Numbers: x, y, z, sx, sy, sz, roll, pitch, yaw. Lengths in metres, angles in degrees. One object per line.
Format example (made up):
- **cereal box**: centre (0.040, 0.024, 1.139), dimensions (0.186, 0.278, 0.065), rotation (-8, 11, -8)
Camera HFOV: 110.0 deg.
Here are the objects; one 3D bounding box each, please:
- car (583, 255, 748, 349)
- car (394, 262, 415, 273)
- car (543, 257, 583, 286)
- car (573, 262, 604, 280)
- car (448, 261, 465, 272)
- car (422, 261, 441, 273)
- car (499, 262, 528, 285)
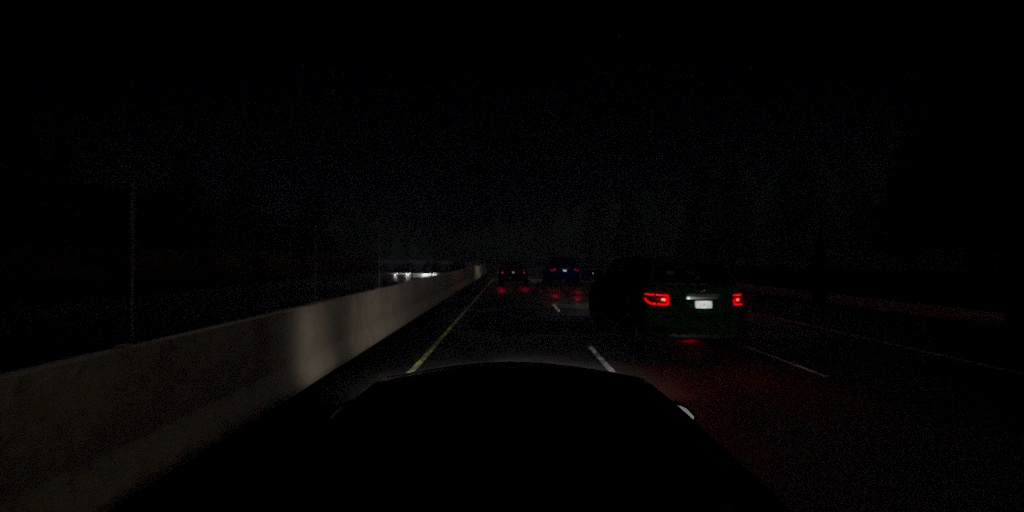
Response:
- **car**: centre (3.598, 1.010, 9.421), dimensions (2.150, 2.045, 5.566), rotation (0, 0, 0)
- **car**: centre (-14.281, 1.497, 47.779), dimensions (1.812, 1.442, 4.674), rotation (0, -1, -2)
- **car**: centre (3.599, 1.095, 27.006), dimensions (2.150, 2.045, 5.566), rotation (0, 0, 0)
- **car**: centre (7.097, 1.382, 33.787), dimensions (1.882, 1.535, 5.008), rotation (0, 0, 0)
- **car**: centre (-7.286, 1.448, 47.639), dimensions (1.882, 1.535, 5.008), rotation (0, -1, -2)
- **car**: centre (-10.804, 1.466, 48.275), dimensions (2.128, 1.511, 4.902), rotation (0, 0, -3)
- **car**: centre (0.097, 1.228, 27.980), dimensions (2.097, 1.767, 4.553), rotation (0, 0, 0)
